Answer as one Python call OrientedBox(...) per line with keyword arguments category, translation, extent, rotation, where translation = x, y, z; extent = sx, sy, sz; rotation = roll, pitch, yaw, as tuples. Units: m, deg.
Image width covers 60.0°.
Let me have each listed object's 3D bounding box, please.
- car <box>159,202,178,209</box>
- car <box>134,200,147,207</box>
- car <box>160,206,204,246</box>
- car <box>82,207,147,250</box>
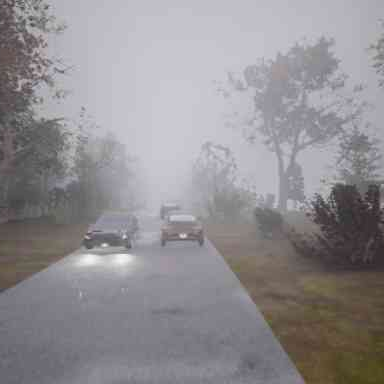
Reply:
OrientedBox(category="car", translation=(-2.263, 1.769, 33.339), extent=(1.882, 1.535, 5.008), rotation=(0, -1, -7))
OrientedBox(category="car", translation=(-8.928, 2.121, 57.533), extent=(2.097, 1.767, 4.553), rotation=(0, -2, -9))
OrientedBox(category="car", translation=(-0.487, 1.598, 15.626), extent=(1.812, 1.442, 4.674), rotation=(0, 0, -3))
OrientedBox(category="car", translation=(-3.387, 1.611, 15.001), extent=(2.033, 1.411, 5.357), rotation=(0, 0, -4))
